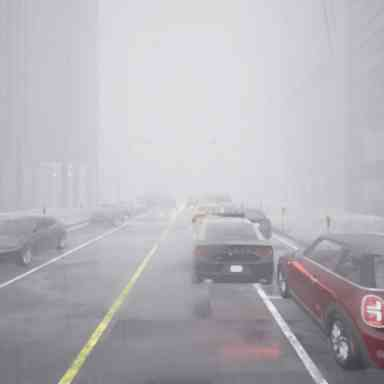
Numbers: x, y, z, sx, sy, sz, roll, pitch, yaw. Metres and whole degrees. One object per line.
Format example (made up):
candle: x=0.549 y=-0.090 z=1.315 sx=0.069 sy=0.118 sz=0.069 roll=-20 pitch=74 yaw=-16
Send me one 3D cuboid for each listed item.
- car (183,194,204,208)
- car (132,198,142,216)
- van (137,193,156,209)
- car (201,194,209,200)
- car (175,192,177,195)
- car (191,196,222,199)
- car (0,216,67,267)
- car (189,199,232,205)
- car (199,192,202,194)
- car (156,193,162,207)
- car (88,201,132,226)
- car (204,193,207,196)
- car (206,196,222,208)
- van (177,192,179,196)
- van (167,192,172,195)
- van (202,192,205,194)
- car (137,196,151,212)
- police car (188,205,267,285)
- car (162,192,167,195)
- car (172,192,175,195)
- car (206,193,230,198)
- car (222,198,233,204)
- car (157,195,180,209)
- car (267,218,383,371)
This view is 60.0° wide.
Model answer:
car: x=0.183 y=1.352 z=44.782 sx=2.033 sy=1.411 sz=5.357 roll=0 pitch=0 yaw=1
car: x=-5.656 y=1.456 z=28.117 sx=1.802 sy=1.307 sz=4.206 roll=0 pitch=0 yaw=0
van: x=-5.612 y=1.169 z=39.334 sx=1.690 sy=1.788 sz=3.998 roll=0 pitch=0 yaw=0
car: x=3.064 y=1.216 z=78.578 sx=1.887 sy=1.381 sz=4.507 roll=0 pitch=0 yaw=0
car: x=-5.440 y=1.201 z=84.210 sx=2.008 sy=1.369 sz=4.403 roll=0 pitch=0 yaw=0
car: x=0.996 y=1.363 z=25.392 sx=1.882 sy=1.535 sz=5.008 roll=0 pitch=0 yaw=0
car: x=-5.720 y=1.513 z=11.288 sx=1.947 sy=1.339 sz=4.313 roll=0 pitch=0 yaw=0
car: x=0.925 y=1.390 z=19.385 sx=1.882 sy=1.535 sz=5.008 roll=0 pitch=0 yaw=0
car: x=3.021 y=1.030 z=67.359 sx=2.192 sy=1.841 sz=5.009 roll=0 pitch=0 yaw=0
car: x=-5.591 y=1.245 z=44.944 sx=1.967 sy=1.590 sz=4.097 roll=0 pitch=0 yaw=0
car: x=-5.677 y=1.449 z=22.507 sx=2.008 sy=1.369 sz=4.403 roll=0 pitch=0 yaw=0
car: x=2.913 y=1.142 z=39.314 sx=2.192 sy=1.841 sz=5.009 roll=0 pitch=0 yaw=0
car: x=2.935 y=1.329 z=45.094 sx=1.752 sy=1.417 sz=4.829 roll=0 pitch=0 yaw=0
van: x=-5.397 y=0.949 z=95.428 sx=1.690 sy=1.788 sz=3.998 roll=0 pitch=0 yaw=0
van: x=-5.504 y=1.057 z=67.381 sx=1.690 sy=1.788 sz=3.998 roll=0 pitch=0 yaw=0
van: x=2.978 y=1.100 z=56.141 sx=1.690 sy=1.788 sz=3.998 roll=0 pitch=0 yaw=0
car: x=-5.635 y=1.377 z=33.556 sx=1.752 sy=1.417 sz=4.829 roll=0 pitch=0 yaw=0
police car: x=0.935 y=1.381 z=9.502 sx=1.930 sy=1.638 sz=5.238 roll=0 pitch=0 yaw=0
car: x=-5.569 y=1.097 z=50.553 sx=2.192 sy=1.841 sz=5.009 roll=0 pitch=0 yaw=0
car: x=-5.483 y=1.009 z=72.991 sx=2.192 sy=1.841 sz=5.009 roll=0 pitch=0 yaw=0
car: x=2.891 y=1.165 z=33.704 sx=2.192 sy=1.841 sz=5.009 roll=0 pitch=0 yaw=0
car: x=2.870 y=1.455 z=28.097 sx=1.802 sy=1.307 sz=4.206 roll=0 pitch=0 yaw=0
car: x=-2.935 y=1.417 z=42.018 sx=1.895 sy=1.301 sz=4.718 roll=0 pitch=0 yaw=0
car: x=2.784 y=1.412 z=5.660 sx=1.967 sy=1.590 sz=4.097 roll=0 pitch=0 yaw=0
